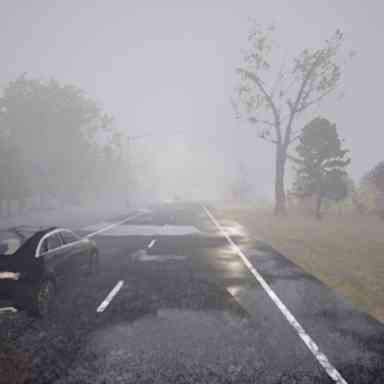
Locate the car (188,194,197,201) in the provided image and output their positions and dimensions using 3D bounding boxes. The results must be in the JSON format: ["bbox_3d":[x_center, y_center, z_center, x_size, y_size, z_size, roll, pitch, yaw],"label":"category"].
[{"bbox_3d":[0.023,1.270,80.204,2.097,1.767,4.553,0,0,0],"label":"car"}]

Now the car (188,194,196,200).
[{"bbox_3d":[0.026,1.352,90.280,1.994,1.385,4.181,0,0,0],"label":"car"}]

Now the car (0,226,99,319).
[{"bbox_3d":[-3.498,1.490,7.341,2.128,1.511,4.902,0,0,0],"label":"car"}]

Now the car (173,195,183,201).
[{"bbox_3d":[-3.477,1.394,79.858,1.882,1.535,5.008,0,0,0],"label":"car"}]

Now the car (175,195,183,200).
[{"bbox_3d":[-3.473,1.394,90.311,1.895,1.301,4.718,0,0,0],"label":"car"}]
